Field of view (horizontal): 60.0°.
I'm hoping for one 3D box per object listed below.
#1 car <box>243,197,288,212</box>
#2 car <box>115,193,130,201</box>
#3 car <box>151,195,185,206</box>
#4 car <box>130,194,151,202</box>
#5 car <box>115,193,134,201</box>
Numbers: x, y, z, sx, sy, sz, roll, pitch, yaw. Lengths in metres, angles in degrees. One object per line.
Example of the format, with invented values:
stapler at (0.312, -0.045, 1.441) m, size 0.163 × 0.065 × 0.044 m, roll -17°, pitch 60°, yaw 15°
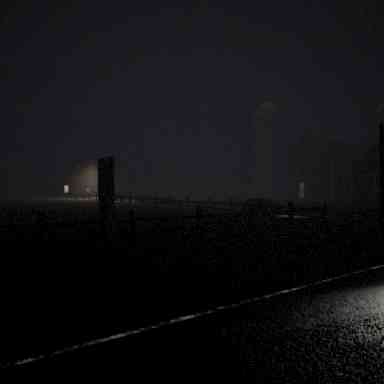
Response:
car at (7.071, 1.306, 32.507) m, size 1.837 × 1.490 × 4.892 m, roll -1°, pitch 1°, yaw -36°
car at (-12.847, 0.818, 60.379) m, size 2.033 × 1.411 × 5.357 m, roll -1°, pitch 1°, yaw -36°
car at (-3.147, 1.183, 46.724) m, size 2.033 × 1.411 × 5.357 m, roll -1°, pitch 1°, yaw -36°
car at (-8.677, 1.084, 59.318) m, size 1.895 × 1.301 × 4.718 m, roll -1°, pitch 1°, yaw -36°
car at (-13.535, 0.905, 66.048) m, size 1.837 × 1.490 × 4.892 m, roll -1°, pitch 1°, yaw -36°
